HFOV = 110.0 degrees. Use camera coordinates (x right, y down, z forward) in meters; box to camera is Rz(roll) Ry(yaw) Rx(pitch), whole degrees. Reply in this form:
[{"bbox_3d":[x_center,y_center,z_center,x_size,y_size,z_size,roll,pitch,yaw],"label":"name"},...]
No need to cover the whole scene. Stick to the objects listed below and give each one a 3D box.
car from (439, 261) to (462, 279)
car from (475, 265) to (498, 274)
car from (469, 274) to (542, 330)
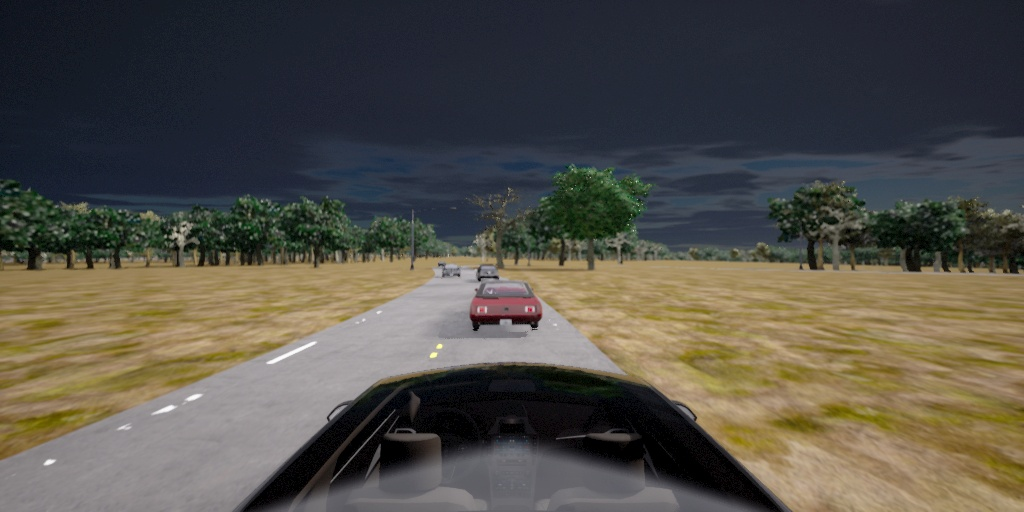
[{"bbox_3d":[-6.146,1.495,36.452,1.812,1.442,4.674,0,0,-10],"label":"car"},{"bbox_3d":[-2.268,1.486,32.429,2.033,1.411,5.357,0,0,-8],"label":"car"},{"bbox_3d":[-0.242,1.404,11.311,1.895,1.301,4.718,0,0,-2],"label":"car"}]
